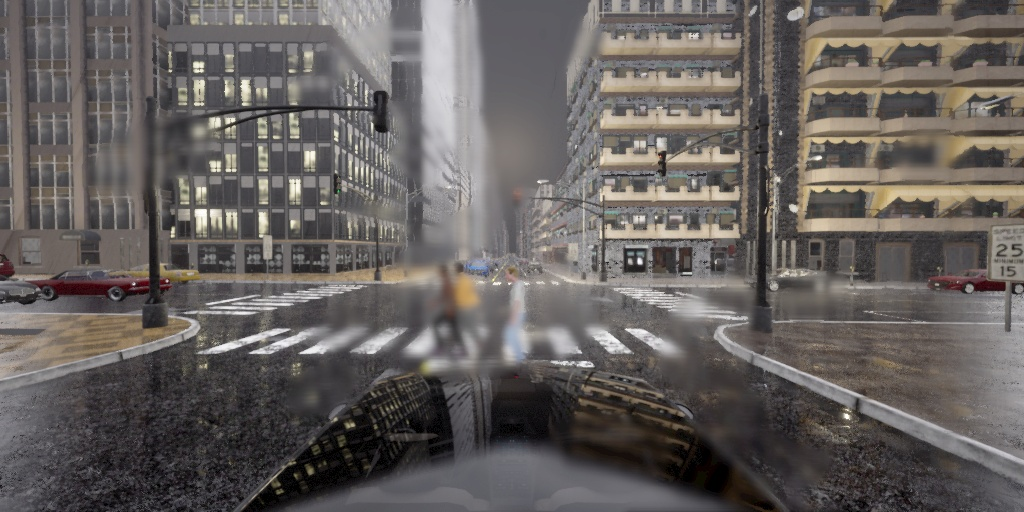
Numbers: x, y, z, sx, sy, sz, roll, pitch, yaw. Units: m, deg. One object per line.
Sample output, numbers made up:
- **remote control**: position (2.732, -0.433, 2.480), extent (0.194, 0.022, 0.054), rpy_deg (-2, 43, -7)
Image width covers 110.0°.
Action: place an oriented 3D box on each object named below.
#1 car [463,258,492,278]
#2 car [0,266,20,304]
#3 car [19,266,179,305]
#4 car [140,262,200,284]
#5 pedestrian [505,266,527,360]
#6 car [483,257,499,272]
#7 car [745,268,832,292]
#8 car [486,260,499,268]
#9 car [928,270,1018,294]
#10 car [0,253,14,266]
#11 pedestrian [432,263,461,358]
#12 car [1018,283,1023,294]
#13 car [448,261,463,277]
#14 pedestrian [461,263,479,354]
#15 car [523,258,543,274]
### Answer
- **car**: position (-3.153, 1.218, 33.638), extent (1.882, 1.535, 5.008), rpy_deg (0, 0, -1)
- **car**: position (-20.309, 1.204, 13.322), extent (4.403, 1.370, 2.007), rpy_deg (0, 0, 1)
- **car**: position (-18.051, 1.231, 15.844), extent (4.718, 1.301, 1.895), rpy_deg (0, 1, 1)
- **car**: position (-21.706, 1.029, 21.652), extent (4.829, 1.417, 1.751), rpy_deg (0, 0, 1)
- **pedestrian**: position (0.119, 1.042, 6.341), extent (0.375, 1.860, 0.375), rpy_deg (-1, 1, 0)
- **car**: position (-3.177, 1.228, 45.956), extent (2.128, 1.511, 4.902), rpy_deg (0, 0, 0)
- **car**: position (16.271, 1.375, 21.228), extent (4.403, 1.370, 2.007), rpy_deg (0, 0, 1)
- **car**: position (-3.182, 1.336, 60.370), extent (1.895, 1.301, 4.718), rpy_deg (0, 0, 0)
- **car**: position (27.336, 1.462, 21.095), extent (4.507, 1.381, 1.888), rpy_deg (0, 0, 1)
- **car**: position (-33.653, 0.712, 21.834), extent (5.009, 1.841, 2.192), rpy_deg (0, 0, 1)
- **pedestrian**: position (-1.268, 1.042, 6.929), extent (0.375, 1.860, 0.375), rpy_deg (-1, 1, 0)
- **car**: position (21.694, 1.576, 12.783), extent (4.313, 1.339, 1.948), rpy_deg (0, 0, 1)
- **car**: position (-5.757, 1.265, 35.832), extent (1.751, 1.417, 4.829), rpy_deg (0, 0, 0)
- **pedestrian**: position (-0.983, 1.042, 7.596), extent (0.375, 1.860, 0.375), rpy_deg (-1, 1, 0)
- **car**: position (2.612, 1.289, 41.672), extent (2.007, 1.370, 4.403), rpy_deg (0, 0, 0)
